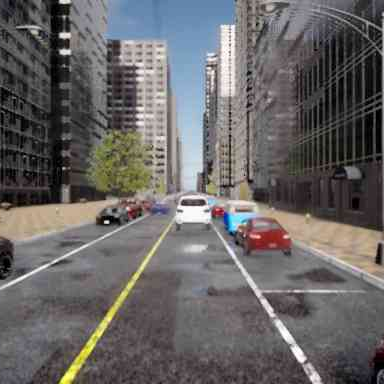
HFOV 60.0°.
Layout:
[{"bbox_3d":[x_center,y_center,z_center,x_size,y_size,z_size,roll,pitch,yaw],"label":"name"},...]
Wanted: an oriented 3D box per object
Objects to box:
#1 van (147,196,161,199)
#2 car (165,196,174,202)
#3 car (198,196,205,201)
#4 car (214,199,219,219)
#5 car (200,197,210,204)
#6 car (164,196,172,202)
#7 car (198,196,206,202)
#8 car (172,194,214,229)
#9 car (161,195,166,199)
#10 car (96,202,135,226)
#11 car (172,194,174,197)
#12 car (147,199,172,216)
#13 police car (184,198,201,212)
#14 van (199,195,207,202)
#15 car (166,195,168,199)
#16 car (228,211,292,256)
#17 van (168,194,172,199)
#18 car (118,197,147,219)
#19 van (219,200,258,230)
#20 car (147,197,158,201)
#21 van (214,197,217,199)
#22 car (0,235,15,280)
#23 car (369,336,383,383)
[{"bbox_3d":[-5.735,1.480,47.104,1.690,1.788,3.998,0,0,0],"label":"van"},{"bbox_3d":[-5.771,1.764,86.784,2.008,1.369,4.403,0,0,0],"label":"car"},{"bbox_3d":[2.604,1.785,92.461,1.947,1.339,4.313,0,0,0],"label":"car"},{"bbox_3d":[2.662,1.636,30.107,1.887,1.381,4.507,0,0,0],"label":"car"},{"bbox_3d":[2.625,1.754,69.787,1.947,1.339,4.313,0,0,0],"label":"car"},{"bbox_3d":[-5.766,1.731,80.946,1.752,1.417,4.829,0,0,0],"label":"car"},{"bbox_3d":[2.609,1.778,86.793,1.947,1.339,4.313,0,0,0],"label":"car"},{"bbox_3d":[0.079,1.291,22.195,2.150,2.045,5.566,0,0,0],"label":"car"},{"bbox_3d":[-5.740,1.594,52.773,1.967,1.590,4.097,0,0,0],"label":"car"},{"bbox_3d":[-5.713,1.642,24.431,1.947,1.339,4.313,0,0,0],"label":"car"},{"bbox_3d":[-3.071,1.684,74.402,2.033,1.411,5.357,0,0,0],"label":"car"},{"bbox_3d":[-3.130,1.703,33.820,1.895,1.301,4.718,0,0,0],"label":"car"},{"bbox_3d":[0.061,1.630,41.716,2.038,1.542,4.974,0,0,0],"label":"police car"},{"bbox_3d":[2.615,1.546,81.124,1.690,1.788,3.998,0,0,0],"label":"van"},{"bbox_3d":[-5.745,1.607,58.440,1.967,1.590,4.097,0,0,0],"label":"car"},{"bbox_3d":[2.678,1.625,13.103,1.802,1.307,4.206,0,0,0],"label":"car"},{"bbox_3d":[-5.755,1.530,69.779,1.690,1.788,3.998,0,0,0],"label":"van"},{"bbox_3d":[-5.718,1.407,30.100,2.192,1.841,5.009,0,0,0],"label":"car"},{"bbox_3d":[2.673,1.400,18.772,1.690,1.788,3.998,0,0,0],"label":"van"},{"bbox_3d":[-5.729,1.669,41.435,1.887,1.381,4.507,0,0,0],"label":"car"},{"bbox_3d":[2.646,1.479,47.112,1.690,1.788,3.998,0,0,0],"label":"van"},{"bbox_3d":[-5.697,1.593,7.426,1.947,1.339,4.313,0,0,0],"label":"car"},{"bbox_3d":[2.688,1.589,1.763,1.802,1.307,4.206,0,0,0],"label":"car"}]
